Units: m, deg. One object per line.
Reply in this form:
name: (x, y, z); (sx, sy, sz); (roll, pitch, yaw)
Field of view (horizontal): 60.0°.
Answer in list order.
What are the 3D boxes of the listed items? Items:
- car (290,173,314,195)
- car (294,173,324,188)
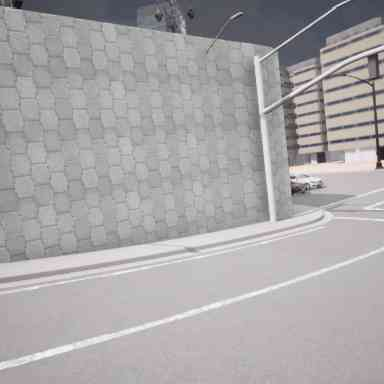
car: (7.356, -0.459, 27.865); (1.812, 1.442, 4.674); (-10, 6, -35)
car: (9.708, -0.975, 30.508); (1.812, 1.442, 4.674); (-10, 6, -35)
